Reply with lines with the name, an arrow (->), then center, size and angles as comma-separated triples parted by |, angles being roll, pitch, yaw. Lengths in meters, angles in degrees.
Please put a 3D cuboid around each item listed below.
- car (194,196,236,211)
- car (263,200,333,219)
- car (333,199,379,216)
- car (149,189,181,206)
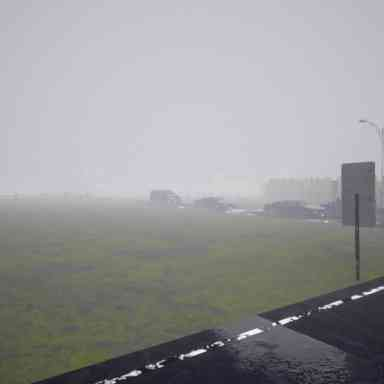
car -> 2.345, 1.177, 35.660 | 2.033, 1.411, 5.357 | -1, 1, -36
car -> 8.324, 1.330, 27.295 | 2.033, 1.411, 5.357 | -1, 1, -36
car -> 12.298, 1.269, 26.808 | 1.882, 1.535, 5.008 | -1, 1, -36
car -> -3.645, 0.695, 44.060 | 2.150, 2.045, 5.566 | -1, 1, -35
